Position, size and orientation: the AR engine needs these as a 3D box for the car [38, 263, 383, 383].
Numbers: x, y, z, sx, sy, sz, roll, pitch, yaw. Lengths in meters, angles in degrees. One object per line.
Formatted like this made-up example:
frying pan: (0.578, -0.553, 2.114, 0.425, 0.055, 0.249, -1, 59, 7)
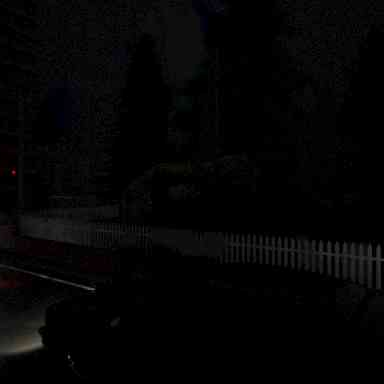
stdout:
car: (0.574, 1.547, 3.585, 5.357, 1.411, 2.033, 0, 0, 36)
